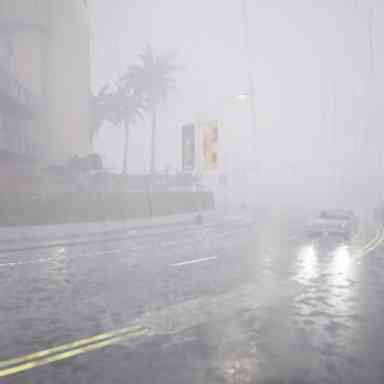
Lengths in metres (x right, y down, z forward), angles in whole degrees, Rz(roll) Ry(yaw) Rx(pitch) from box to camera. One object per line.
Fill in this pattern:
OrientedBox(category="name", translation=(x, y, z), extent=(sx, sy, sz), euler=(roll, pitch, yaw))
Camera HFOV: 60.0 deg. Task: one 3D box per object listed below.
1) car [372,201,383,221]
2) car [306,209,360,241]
OrientedBox(category="car", translation=(15.543, 1.434, 26.042), extent=(1.882, 1.535, 5.008), euler=(0, 0, 19))
OrientedBox(category="car", translation=(7.276, 1.587, 16.968), extent=(1.895, 1.301, 4.718), euler=(0, 0, 33))
